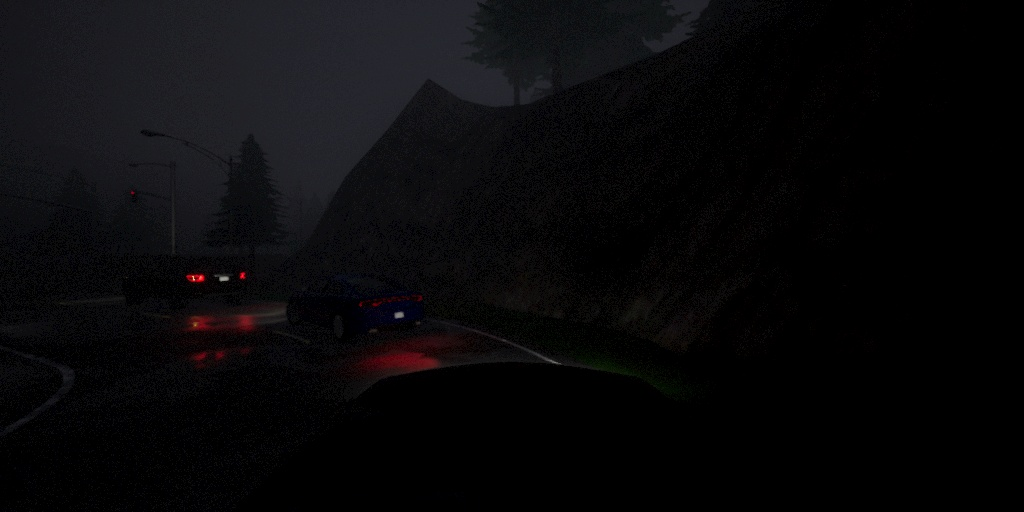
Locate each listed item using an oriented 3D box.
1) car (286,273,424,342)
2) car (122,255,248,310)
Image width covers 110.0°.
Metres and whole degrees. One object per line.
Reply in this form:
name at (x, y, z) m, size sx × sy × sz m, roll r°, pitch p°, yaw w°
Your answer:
car at (-4.454, 1.210, 9.903) m, size 5.008 × 1.535 × 1.882 m, roll 0°, pitch 0°, yaw 41°
car at (-13.454, 0.974, 14.785) m, size 5.566 × 2.045 × 2.150 m, roll 0°, pitch 0°, yaw 24°
